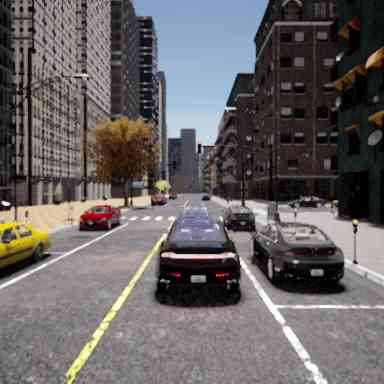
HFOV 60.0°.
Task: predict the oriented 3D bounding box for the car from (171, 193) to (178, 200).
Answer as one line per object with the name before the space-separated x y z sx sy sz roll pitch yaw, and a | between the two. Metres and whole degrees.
car | -5.147 1.331 86.087 1.947 1.339 4.313 0 0 0

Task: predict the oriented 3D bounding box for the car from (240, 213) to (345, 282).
car | 2.747 1.516 9.443 2.008 1.369 4.403 0 0 0

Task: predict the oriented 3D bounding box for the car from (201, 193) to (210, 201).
car | 3.164 1.353 74.987 1.947 1.339 4.313 0 0 0

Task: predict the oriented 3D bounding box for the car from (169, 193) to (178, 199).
car | -5.112 1.071 91.608 2.192 1.841 5.009 0 0 0

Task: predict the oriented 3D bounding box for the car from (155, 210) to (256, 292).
car | 0.145 1.459 8.849 2.128 1.511 4.902 0 0 1

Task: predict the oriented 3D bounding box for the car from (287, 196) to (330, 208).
car | 13.677 1.213 39.846 4.403 1.369 2.008 -1 1 0

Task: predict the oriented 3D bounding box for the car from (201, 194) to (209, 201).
car | 3.200 1.301 80.680 1.752 1.417 4.829 0 0 0

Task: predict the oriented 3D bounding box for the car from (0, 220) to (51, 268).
car | -5.634 1.491 9.327 1.752 1.417 4.829 0 0 0

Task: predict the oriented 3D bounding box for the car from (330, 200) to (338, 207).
car | 19.074 1.113 39.865 4.829 1.417 1.752 -1 1 0

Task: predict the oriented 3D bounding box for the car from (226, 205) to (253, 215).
car | 2.817 1.479 20.509 2.008 1.369 4.403 0 0 0

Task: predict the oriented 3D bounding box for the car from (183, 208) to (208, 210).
car | 0.196 1.534 18.967 1.895 1.301 4.718 0 0 1

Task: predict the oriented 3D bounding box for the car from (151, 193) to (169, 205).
car | -5.357 1.153 52.949 2.192 1.841 5.009 0 0 0

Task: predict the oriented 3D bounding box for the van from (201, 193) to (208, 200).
van | 3.234 1.107 86.033 1.690 1.788 3.998 0 0 0

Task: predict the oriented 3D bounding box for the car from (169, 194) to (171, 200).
car | -5.322 1.390 58.473 1.947 1.339 4.313 0 0 0

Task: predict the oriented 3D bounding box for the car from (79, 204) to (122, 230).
car | -5.562 1.472 20.563 1.887 1.381 4.507 0 0 0
